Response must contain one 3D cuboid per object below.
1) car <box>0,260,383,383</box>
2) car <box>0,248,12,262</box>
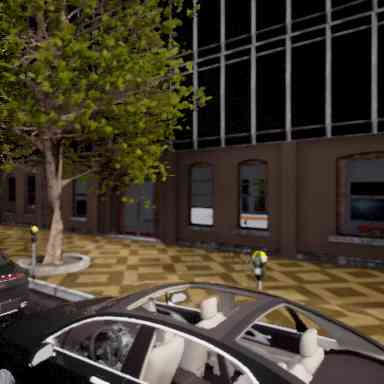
[{"bbox_3d":[-0.176,1.547,3.002,4.403,1.369,2.008,0,0,36],"label":"car"},{"bbox_3d":[-4.810,1.534,6.307,4.403,1.369,2.008,0,0,36],"label":"car"}]
